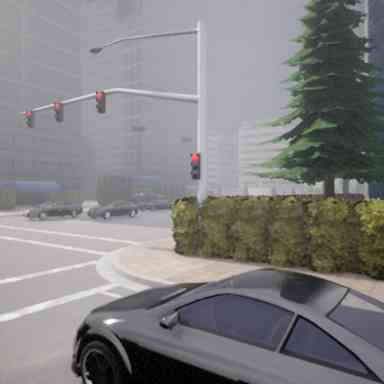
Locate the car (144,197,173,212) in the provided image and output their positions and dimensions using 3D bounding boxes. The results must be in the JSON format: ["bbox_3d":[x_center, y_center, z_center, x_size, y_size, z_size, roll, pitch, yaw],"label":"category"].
[{"bbox_3d":[-4.101,1.598,38.414,1.895,1.301,4.718,0,0,35],"label":"car"}]

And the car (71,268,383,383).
[{"bbox_3d":[0.620,1.564,3.536,4.181,1.385,1.994,0,0,36],"label":"car"}]

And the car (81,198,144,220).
[{"bbox_3d":[-6.703,1.502,28.620,1.837,1.490,4.892,0,0,35],"label":"car"}]

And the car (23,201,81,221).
[{"bbox_3d":[-11.510,1.489,27.862,2.128,1.511,4.902,0,0,35],"label":"car"}]

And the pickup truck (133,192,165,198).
[{"bbox_3d":[-7.602,1.054,56.088,6.274,2.098,2.390,0,0,-24],"label":"pickup truck"}]
